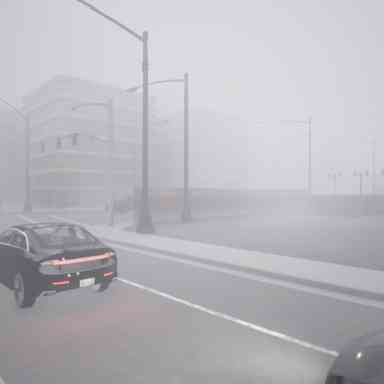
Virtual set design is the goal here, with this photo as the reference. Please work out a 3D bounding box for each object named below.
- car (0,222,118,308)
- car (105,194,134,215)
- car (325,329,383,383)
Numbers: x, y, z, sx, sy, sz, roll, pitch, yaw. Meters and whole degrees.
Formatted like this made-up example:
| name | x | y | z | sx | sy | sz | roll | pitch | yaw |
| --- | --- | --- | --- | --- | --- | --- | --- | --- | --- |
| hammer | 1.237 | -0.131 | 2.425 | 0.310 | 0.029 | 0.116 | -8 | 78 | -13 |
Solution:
| name | x | y | z | sx | sy | sz | roll | pitch | yaw |
| --- | --- | --- | --- | --- | --- | --- | --- | --- | --- |
| car | -3.644 | 1.492 | 8.035 | 2.128 | 1.511 | 4.902 | 0 | 0 | -43 |
| car | -6.298 | 1.221 | 34.992 | 5.566 | 2.045 | 2.150 | 0 | 0 | -44 |
| car | 3.202 | 1.505 | 1.581 | 4.892 | 1.490 | 1.837 | 0 | 0 | 38 |
